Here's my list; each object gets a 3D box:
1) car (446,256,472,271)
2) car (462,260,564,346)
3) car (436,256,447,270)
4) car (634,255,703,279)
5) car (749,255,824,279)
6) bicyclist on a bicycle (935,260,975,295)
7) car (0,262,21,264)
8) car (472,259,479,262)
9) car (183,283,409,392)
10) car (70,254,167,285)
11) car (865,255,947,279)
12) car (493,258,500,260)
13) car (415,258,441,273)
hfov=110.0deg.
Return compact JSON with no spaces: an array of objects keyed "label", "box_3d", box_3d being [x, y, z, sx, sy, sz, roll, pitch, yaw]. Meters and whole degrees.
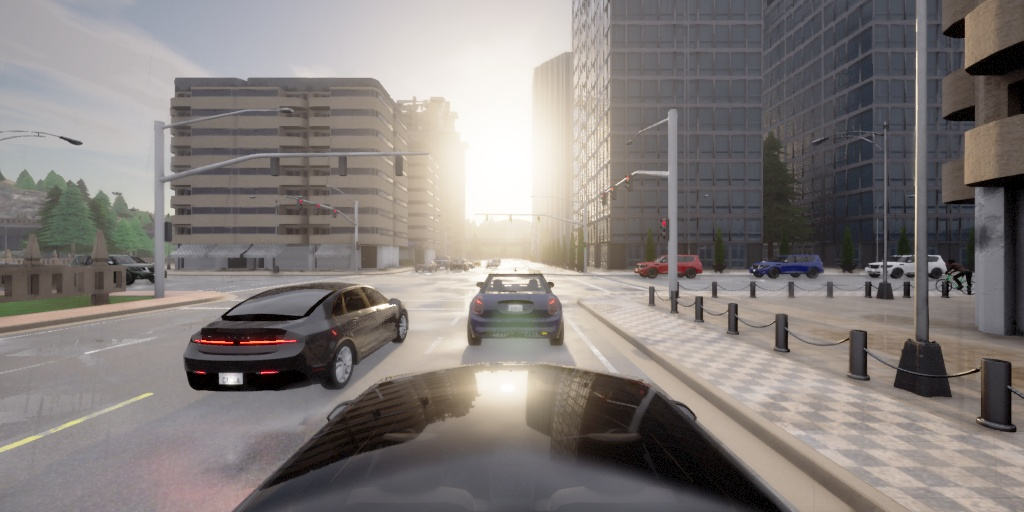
[{"label":"car","box_3d":[-7.033,1.102,48.181,2.097,1.767,4.553,0,0,0]},{"label":"car","box_3d":[0.092,1.102,9.588,2.097,1.767,4.553,0,0,0]},{"label":"car","box_3d":[-10.521,0.971,54.305,2.150,2.045,5.566,0,0,0]},{"label":"car","box_3d":[13.714,0.916,31.515,5.566,2.045,2.150,0,0,0]},{"label":"car","box_3d":[24.034,0.916,31.442,5.566,2.045,2.150,0,0,1]},{"label":"bicyclist on a bicycle","box_3d":[21.022,0.996,16.981,0.582,1.620,1.656,0,0,0]},{"label":"car","box_3d":[-37.622,1.199,26.577,4.892,1.490,1.837,0,0,18]},{"label":"car","box_3d":[-7.006,1.297,57.652,2.033,1.411,5.357,0,0,0]},{"label":"car","box_3d":[-3.425,1.255,6.815,1.837,1.490,4.892,0,0,0]},{"label":"car","box_3d":[-27.311,0.916,24.866,5.566,2.045,2.150,0,0,3]},{"label":"car","box_3d":[34.396,0.916,31.372,5.566,2.045,2.150,0,0,0]},{"label":"car","box_3d":[-3.313,1.350,61.925,1.895,1.301,4.718,0,0,0]},{"label":"car","box_3d":[-10.578,1.276,44.599,1.812,1.442,4.674,0,0,1]}]
